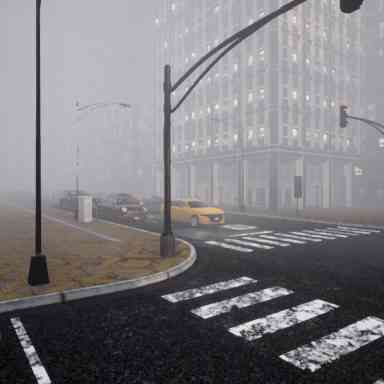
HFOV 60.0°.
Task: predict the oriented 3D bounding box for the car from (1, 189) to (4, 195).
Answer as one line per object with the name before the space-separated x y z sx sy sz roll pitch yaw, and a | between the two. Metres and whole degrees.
car | -36.983 0.107 67.604 2.008 1.369 4.403 1 0 -36

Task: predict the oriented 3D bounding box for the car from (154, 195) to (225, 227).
car | -0.081 1.181 20.436 1.882 1.535 5.008 0 1 -36

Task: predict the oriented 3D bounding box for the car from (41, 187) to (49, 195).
car | -33.457 -0.020 77.079 1.887 1.381 4.507 1 0 -36

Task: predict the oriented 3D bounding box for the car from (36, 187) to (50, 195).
car | -36.695 -0.357 81.614 2.192 1.841 5.009 1 0 -36

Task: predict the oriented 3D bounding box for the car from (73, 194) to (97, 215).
car | -7.802 1.103 26.798 1.802 1.307 4.206 1 0 -36

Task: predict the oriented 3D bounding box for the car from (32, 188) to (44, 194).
car | -39.944 -0.213 86.151 1.947 1.339 4.313 1 0 -36

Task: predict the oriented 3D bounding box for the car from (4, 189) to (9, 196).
car | -33.741 0.208 63.070 1.887 1.381 4.507 1 0 -36

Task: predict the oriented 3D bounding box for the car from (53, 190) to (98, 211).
car | -11.038 0.729 31.331 2.192 1.841 5.009 1 0 -36

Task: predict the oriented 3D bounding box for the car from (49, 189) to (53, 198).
car | -23.047 0.378 58.046 1.812 1.442 4.674 0 1 -36

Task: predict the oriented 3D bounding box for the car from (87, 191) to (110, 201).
car | -13.995 0.644 49.865 1.947 1.339 4.313 1 0 -36

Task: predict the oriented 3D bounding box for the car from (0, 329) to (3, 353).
car | -4.387 1.440 3.432 4.097 1.590 1.967 0 0 -35

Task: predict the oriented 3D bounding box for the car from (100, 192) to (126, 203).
car | -10.849 0.707 45.468 1.752 1.417 4.829 1 0 -36

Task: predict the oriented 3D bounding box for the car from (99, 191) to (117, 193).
car | -5.934 0.861 28.618 2.097 1.767 4.553 0 1 -36

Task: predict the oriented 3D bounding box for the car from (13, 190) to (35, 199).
car | -27.256 0.422 54.002 1.887 1.381 4.507 1 0 -36

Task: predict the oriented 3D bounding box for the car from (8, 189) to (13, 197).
car | -30.498 0.321 58.536 2.008 1.369 4.403 1 0 -36

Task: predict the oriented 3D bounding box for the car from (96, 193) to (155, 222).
car | -4.556 1.069 22.264 1.967 1.590 4.097 1 0 -36

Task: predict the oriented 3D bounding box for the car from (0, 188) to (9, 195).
car | -43.468 -0.113 76.672 1.887 1.381 4.507 1 0 -36
